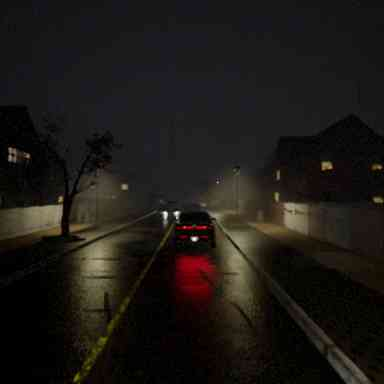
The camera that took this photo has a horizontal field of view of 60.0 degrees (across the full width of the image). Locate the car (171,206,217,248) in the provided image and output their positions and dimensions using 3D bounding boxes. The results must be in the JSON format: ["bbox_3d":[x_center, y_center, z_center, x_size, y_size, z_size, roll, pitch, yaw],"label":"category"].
[{"bbox_3d":[0.099,1.625,15.570,1.837,1.490,4.892,0,-1,0],"label":"car"}]

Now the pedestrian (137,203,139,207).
[{"bbox_3d":[-9.913,1.998,60.906,0.375,1.860,0.375,0,-2,5],"label":"pedestrian"}]

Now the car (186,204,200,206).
[{"bbox_3d":[0.099,1.802,30.988,2.033,1.411,5.357,0,-1,0],"label":"car"}]

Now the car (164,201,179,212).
[{"bbox_3d":[-2.758,1.931,45.996,1.812,1.442,4.674,0,-1,0],"label":"car"}]
